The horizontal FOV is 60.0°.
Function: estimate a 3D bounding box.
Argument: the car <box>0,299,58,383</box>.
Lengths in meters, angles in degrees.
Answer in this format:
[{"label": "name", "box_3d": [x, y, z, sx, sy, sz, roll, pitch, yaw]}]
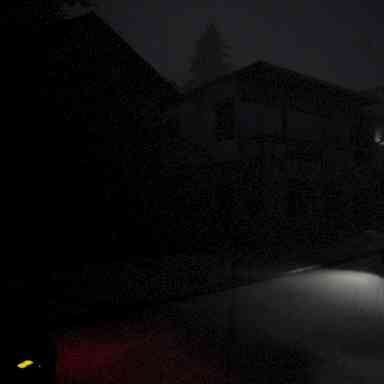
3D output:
[{"label": "car", "box_3d": [-3.393, 1.532, 2.182, 4.674, 1.442, 1.812, 0, 0, -35]}]

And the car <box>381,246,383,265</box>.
[{"label": "car", "box_3d": [7.441, 1.483, 9.792, 4.674, 1.442, 1.812, 0, 0, -35]}]
